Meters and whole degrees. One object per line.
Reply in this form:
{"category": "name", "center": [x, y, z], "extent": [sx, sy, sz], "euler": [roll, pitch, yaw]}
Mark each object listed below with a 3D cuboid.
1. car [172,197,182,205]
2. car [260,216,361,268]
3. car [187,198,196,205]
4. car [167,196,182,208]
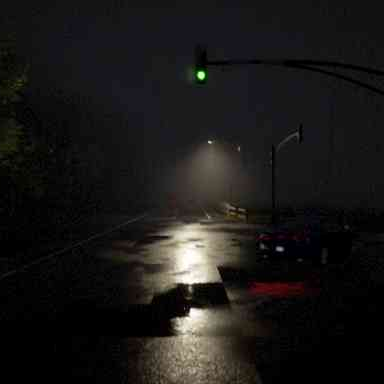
{"category": "car", "center": [-3.520, 2.111, 79.106], "extent": [2.097, 1.767, 4.553], "euler": [0, -1, 0]}
{"category": "car", "center": [4.369, 1.600, 11.956], "extent": [1.882, 1.535, 5.008], "euler": [-3, -2, 43]}
{"category": "car", "center": [-0.020, 2.247, 78.131], "extent": [1.837, 1.490, 4.892], "euler": [0, -1, 0]}
{"category": "car", "center": [-3.416, 1.813, 62.133], "extent": [2.150, 2.045, 5.566], "euler": [0, -1, 0]}
